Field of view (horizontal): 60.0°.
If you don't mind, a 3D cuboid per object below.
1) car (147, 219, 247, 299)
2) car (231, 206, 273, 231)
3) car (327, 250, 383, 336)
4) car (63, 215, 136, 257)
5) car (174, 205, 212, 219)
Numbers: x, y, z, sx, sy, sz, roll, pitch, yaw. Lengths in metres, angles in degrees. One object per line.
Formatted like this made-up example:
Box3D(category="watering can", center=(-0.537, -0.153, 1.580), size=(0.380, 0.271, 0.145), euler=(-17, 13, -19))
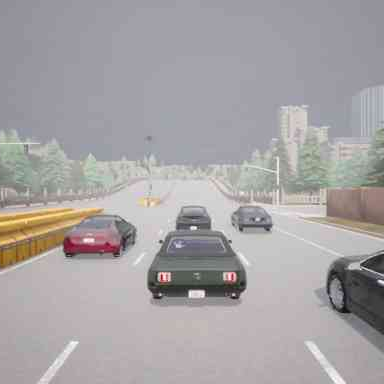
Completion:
Box3D(category="car", center=(0.089, 1.601, 8.388), size=(1.895, 1.301, 4.718), euler=(0, 0, 0))
Box3D(category="car", center=(3.565, 1.547, 20.522), size=(2.033, 1.411, 5.357), euler=(0, 0, 0))
Box3D(category="car", center=(3.594, 1.507, 4.701), size=(1.837, 1.490, 4.892), euler=(0, 1, 0))
Box3D(category="car", center=(-3.416, 1.564, 12.982), size=(1.994, 1.385, 4.181), euler=(0, 0, 0))
Box3D(category="car", center=(0.072, 1.505, 18.625), size=(1.837, 1.490, 4.892), euler=(0, 0, 0))
